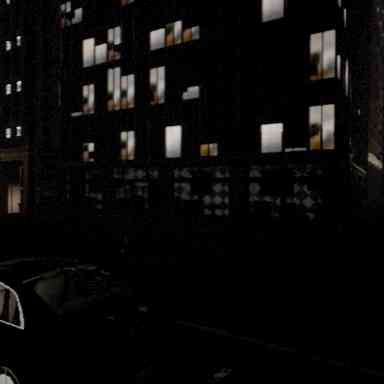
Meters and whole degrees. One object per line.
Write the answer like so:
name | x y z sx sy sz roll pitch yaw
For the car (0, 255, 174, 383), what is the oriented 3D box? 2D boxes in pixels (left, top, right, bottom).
car | -2.278 1.547 4.422 4.403 1.369 2.008 0 1 34
